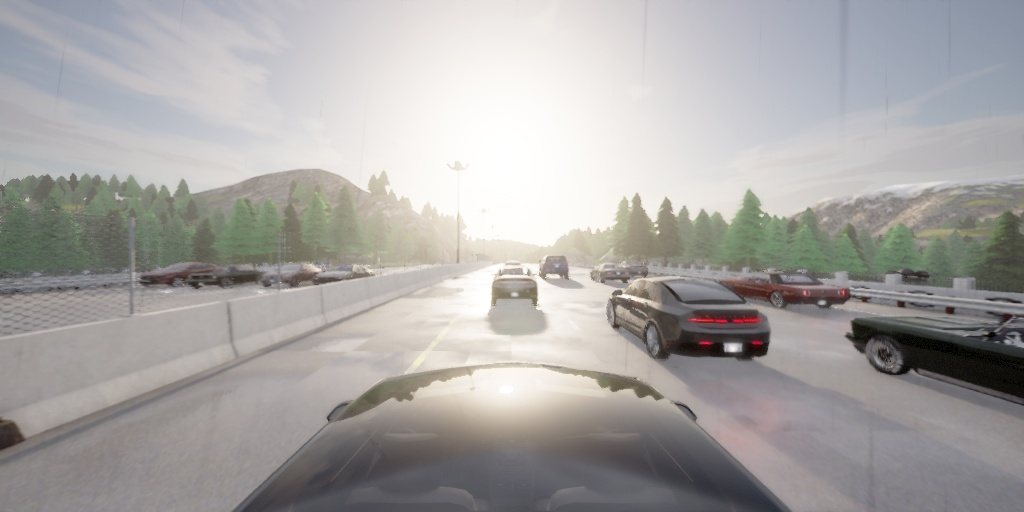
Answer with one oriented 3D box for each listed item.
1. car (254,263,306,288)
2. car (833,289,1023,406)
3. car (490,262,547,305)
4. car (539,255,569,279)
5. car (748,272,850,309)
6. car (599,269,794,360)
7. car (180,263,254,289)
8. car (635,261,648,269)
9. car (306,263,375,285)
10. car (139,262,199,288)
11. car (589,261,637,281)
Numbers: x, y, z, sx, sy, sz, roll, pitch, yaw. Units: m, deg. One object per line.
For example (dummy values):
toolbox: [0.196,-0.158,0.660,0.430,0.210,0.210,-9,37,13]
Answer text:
car: [-14.090,1.196,23.336,1.812,1.442,4.674,0,0,0]
car: [7.101,1.345,4.454,1.895,1.301,4.718,0,0,0]
car: [0.099,1.171,15.479,2.128,1.511,4.902,0,0,0]
car: [3.599,0.922,31.407,2.150,2.045,5.566,0,0,0]
car: [10.599,1.285,14.472,1.895,1.301,4.718,0,0,0]
car: [3.600,1.223,8.253,1.837,1.490,4.892,0,0,0]
car: [-17.601,1.270,22.515,1.895,1.301,4.718,0,0,0]
car: [10.598,1.197,32.204,2.128,1.511,4.902,0,0,0]
car: [-10.602,1.218,23.122,2.033,1.411,5.357,0,0,0]
car: [-21.100,1.148,23.310,1.882,1.535,5.008,0,0,0]
car: [7.098,1.224,26.449,2.033,1.411,5.357,0,0,0]
